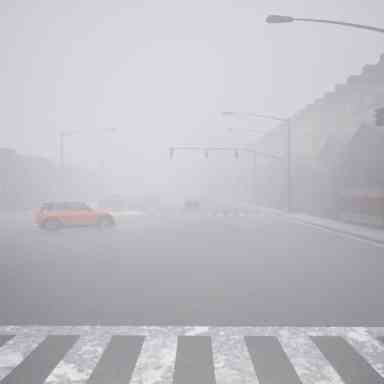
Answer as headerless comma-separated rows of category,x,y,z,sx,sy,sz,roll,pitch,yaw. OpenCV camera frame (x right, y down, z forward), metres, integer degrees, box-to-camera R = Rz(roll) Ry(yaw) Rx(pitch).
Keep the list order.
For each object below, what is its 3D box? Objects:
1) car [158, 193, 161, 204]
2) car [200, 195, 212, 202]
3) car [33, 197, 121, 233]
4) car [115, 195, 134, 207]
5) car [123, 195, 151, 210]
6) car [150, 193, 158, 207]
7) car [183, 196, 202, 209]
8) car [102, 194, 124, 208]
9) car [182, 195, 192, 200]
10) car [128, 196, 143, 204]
car,-7.112,1.221,63.080,2.150,2.045,5.566,0,0,0
car,3.399,1.547,73.968,1.994,1.385,4.181,0,0,-3
car,-6.977,1.352,19.999,4.553,1.767,2.097,0,0,-36
car,-10.618,1.352,52.839,2.097,1.767,4.553,0,0,0
car,-7.118,1.491,43.558,2.128,1.511,4.902,0,0,0
car,-7.124,1.352,52.503,2.097,1.767,4.553,0,0,0
car,0.049,1.601,46.269,1.895,1.301,4.718,0,0,0
car,-10.605,1.221,43.309,2.150,2.045,5.566,0,0,2
car,-1.003,1.500,81.736,1.837,1.490,4.892,0,0,-17
car,-10.609,1.491,62.839,2.128,1.511,4.902,0,0,0
